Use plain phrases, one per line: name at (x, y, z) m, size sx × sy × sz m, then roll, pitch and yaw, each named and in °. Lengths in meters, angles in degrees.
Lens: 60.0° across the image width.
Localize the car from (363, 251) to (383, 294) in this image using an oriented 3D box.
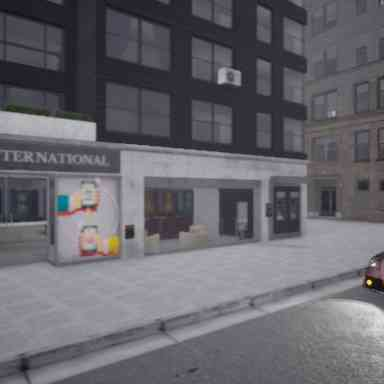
car at (5.684, 1.543, 7.434) m, size 4.181 × 1.385 × 1.994 m, roll 0°, pitch 0°, yaw -36°
